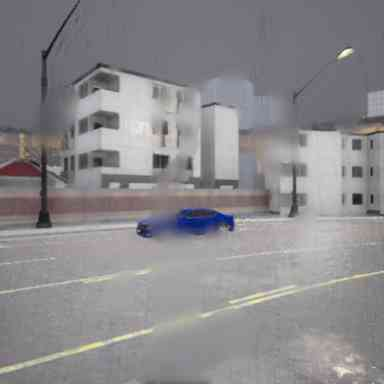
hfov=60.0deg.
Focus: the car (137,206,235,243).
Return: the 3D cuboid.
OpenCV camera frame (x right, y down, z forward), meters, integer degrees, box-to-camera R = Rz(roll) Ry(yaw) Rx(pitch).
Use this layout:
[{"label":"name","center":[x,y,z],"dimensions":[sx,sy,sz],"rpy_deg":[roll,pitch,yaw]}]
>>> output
[{"label":"car","center":[-0.224,1.485,16.296],"dimensions":[5.008,1.535,1.882],"rpy_deg":[0,0,-29]}]
